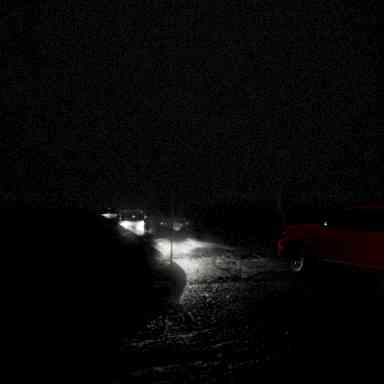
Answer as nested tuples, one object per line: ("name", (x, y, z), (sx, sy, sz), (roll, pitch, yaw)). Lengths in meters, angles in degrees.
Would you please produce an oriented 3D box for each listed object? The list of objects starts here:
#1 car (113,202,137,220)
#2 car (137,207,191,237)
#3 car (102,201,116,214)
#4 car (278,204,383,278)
("car", (-5.951, 1.901, 31.523), (1.895, 1.301, 4.718), (1, -1, -21))
("car", (-1.550, 1.665, 19.410), (2.128, 1.511, 4.902), (1, -1, -19))
("car", (-10.231, 1.914, 42.123), (1.837, 1.490, 4.892), (1, -1, -23))
("car", (4.893, 1.315, 8.603), (2.150, 2.045, 5.566), (1, -1, -35))
